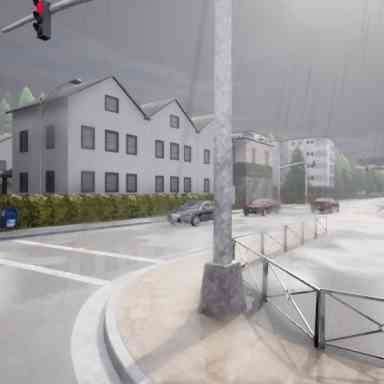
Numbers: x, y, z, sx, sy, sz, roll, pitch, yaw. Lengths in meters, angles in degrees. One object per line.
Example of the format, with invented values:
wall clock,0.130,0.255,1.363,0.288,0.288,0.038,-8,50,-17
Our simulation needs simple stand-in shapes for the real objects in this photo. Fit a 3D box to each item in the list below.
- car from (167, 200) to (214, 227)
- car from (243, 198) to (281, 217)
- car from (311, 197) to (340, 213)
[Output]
car,0.400,1.303,21.349,2.128,1.511,4.902,0,0,35
car,6.322,1.289,29.706,1.882,1.535,5.008,0,0,35
car,13.505,1.289,33.618,1.882,1.535,5.008,0,0,35
